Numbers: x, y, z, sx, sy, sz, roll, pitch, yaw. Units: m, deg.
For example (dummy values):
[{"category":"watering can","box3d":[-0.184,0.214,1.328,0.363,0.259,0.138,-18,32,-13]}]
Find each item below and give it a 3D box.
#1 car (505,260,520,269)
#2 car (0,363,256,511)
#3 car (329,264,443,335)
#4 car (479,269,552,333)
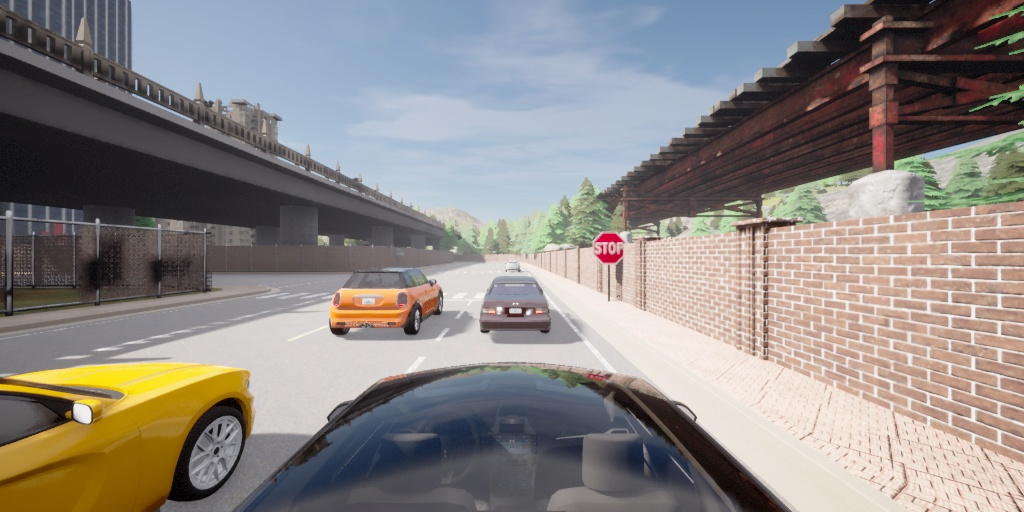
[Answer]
[{"category":"car","box3d":[0.086,1.276,45.526,1.812,1.442,4.674,0,0,-1]},{"category":"car","box3d":[-3.399,1.228,1.413,1.882,1.535,5.008,0,0,0]},{"category":"car","box3d":[-3.423,1.102,10.670,2.097,1.767,4.553,0,0,0]},{"category":"car","box3d":[0.078,1.297,10.693,2.033,1.411,5.357,0,0,0]}]
